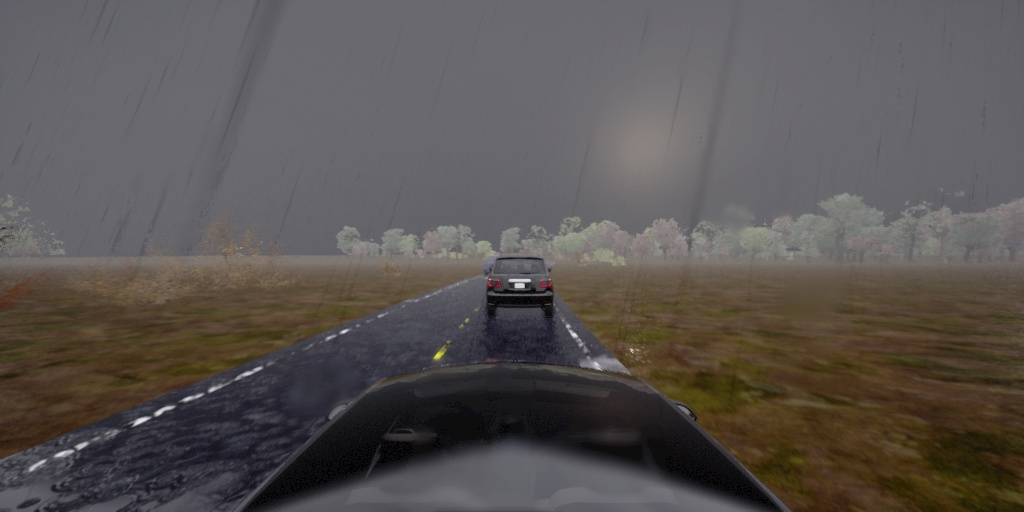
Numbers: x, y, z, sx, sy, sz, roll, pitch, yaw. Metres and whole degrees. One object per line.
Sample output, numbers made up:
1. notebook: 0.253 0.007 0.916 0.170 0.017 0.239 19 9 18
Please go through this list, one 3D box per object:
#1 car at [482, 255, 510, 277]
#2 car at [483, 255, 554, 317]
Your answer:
1. car: -1.542 0.965 37.124 2.150 2.045 5.566 0 0 5
2. car: 0.304 0.972 13.272 2.150 2.045 5.566 0 0 2
